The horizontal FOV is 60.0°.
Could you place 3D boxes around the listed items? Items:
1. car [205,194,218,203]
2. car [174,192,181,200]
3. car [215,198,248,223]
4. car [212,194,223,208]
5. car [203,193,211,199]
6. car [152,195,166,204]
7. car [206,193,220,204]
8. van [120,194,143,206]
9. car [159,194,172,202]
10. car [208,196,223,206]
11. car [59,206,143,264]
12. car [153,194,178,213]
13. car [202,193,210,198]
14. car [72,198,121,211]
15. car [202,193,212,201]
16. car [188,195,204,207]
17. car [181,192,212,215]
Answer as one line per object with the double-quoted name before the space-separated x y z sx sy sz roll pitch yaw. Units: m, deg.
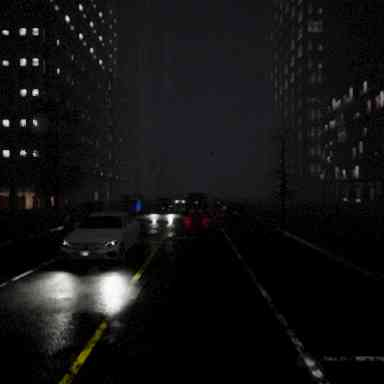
"car" 3.325 1.136 57.722 1.947 1.339 4.313 0 0 1
"car" -2.255 0.840 67.387 2.097 1.767 4.553 0 0 1
"car" 2.940 1.393 23.869 1.947 1.339 4.313 0 0 1
"car" 3.133 1.265 40.796 1.947 1.339 4.313 0 0 1
"car" 3.582 0.941 80.291 1.887 1.381 4.507 0 0 1
"car" -5.118 1.178 52.177 1.802 1.307 4.206 0 0 1
"car" 3.260 1.053 52.079 1.967 1.590 4.097 0 0 1
"van" -5.378 1.109 29.612 1.690 1.788 3.998 0 0 1
"car" -4.991 1.076 63.458 1.947 1.339 4.313 0 0 1
"car" 3.197 1.238 46.438 1.802 1.307 4.206 0 0 1
"car" -2.980 1.433 11.675 1.812 1.442 4.674 0 1 1
"car" -2.644 1.267 32.704 1.837 1.490 4.892 0 0 1
"car" 3.649 0.876 86.103 1.752 1.417 4.829 0 0 1
"car" -5.505 1.293 18.331 1.967 1.590 4.097 0 0 1
"car" 3.146 0.951 70.272 1.882 1.535 5.008 0 0 1
"car" 0.570 1.150 45.596 2.128 1.511 4.902 0 0 1
"car" 0.406 0.989 30.996 2.150 2.045 5.566 0 0 0
